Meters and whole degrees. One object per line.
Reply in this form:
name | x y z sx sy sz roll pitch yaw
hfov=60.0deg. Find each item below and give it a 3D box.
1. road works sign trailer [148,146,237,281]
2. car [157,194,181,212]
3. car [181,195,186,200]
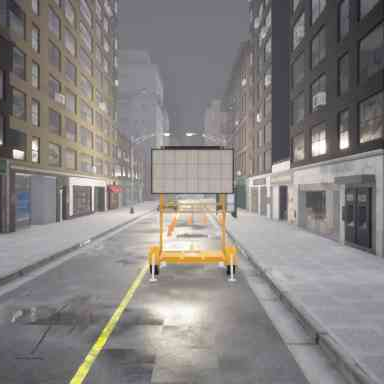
road works sign trailer | 0.015 0.463 9.795 2.380 3.560 2.880 0 0 0
car | -2.795 1.204 38.831 2.150 2.045 5.566 0 0 0
car | -2.620 1.466 89.799 1.812 1.442 4.674 0 0 0
